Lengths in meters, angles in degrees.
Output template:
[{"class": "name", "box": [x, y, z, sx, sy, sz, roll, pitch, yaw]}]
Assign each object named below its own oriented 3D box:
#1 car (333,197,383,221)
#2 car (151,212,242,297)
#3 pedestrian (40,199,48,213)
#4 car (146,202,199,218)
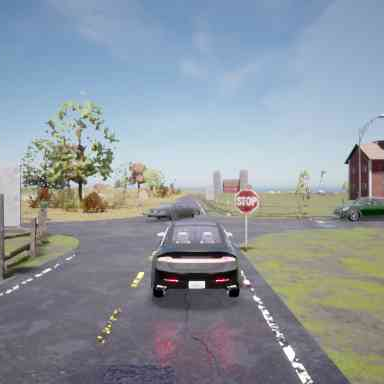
[{"class": "car", "box": [12.671, 1.136, 24.103, 4.553, 1.767, 2.097, -1, 0, 0]}, {"class": "car", "box": [0.084, 1.490, 8.532, 2.128, 1.511, 4.902, 0, 0, 0]}, {"class": "pedestrian", "box": [-12.207, 1.413, 27.278, 0.375, 1.860, 0.375, 0, 1, 0]}, {"class": "car", "box": [-1.425, 1.518, 27.101, 2.033, 1.411, 5.357, 0, 0, 33]}]
